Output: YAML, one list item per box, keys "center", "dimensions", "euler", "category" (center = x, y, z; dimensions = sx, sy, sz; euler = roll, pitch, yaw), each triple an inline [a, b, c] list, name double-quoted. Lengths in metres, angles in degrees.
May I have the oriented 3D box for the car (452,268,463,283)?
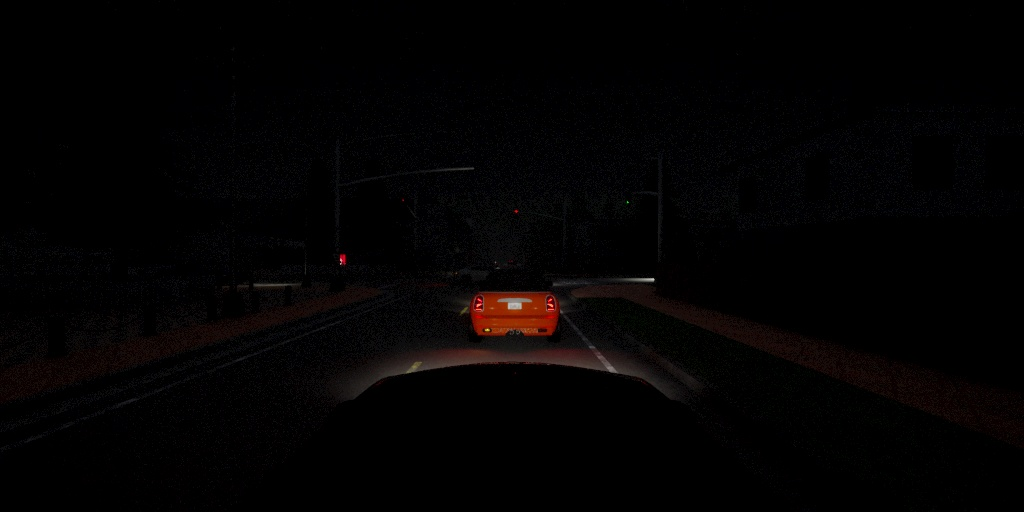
- center: [-1.844, 1.275, 25.242]
  dimensions: [4.674, 1.442, 1.812]
  euler: [0, 0, -4]
  category: "car"

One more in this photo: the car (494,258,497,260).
- center: [-3.588, 1.241, 54.207]
  dimensions: [2.128, 1.511, 4.902]
  euler: [0, 0, 0]
  category: "car"

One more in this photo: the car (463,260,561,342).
- center: [0.072, 1.102, 9.904]
  dimensions: [2.097, 1.767, 4.553]
  euler: [0, 0, 0]
  category: "car"

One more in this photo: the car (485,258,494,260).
- center: [-3.595, 1.228, 44.746]
  dimensions: [1.882, 1.535, 5.008]
  euler: [0, 0, 0]
  category: "car"

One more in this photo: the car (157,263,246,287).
- center: [-20.966, 1.243, 24.357]
  dimensions: [5.008, 1.535, 1.882]
  euler: [0, 0, -2]
  category: "car"

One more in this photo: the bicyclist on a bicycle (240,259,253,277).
- center: [-23.556, 1.066, 31.764]
  dimensions: [0.582, 1.620, 1.656]
  euler: [0, 0, -2]
  category: "bicyclist on a bicycle"
